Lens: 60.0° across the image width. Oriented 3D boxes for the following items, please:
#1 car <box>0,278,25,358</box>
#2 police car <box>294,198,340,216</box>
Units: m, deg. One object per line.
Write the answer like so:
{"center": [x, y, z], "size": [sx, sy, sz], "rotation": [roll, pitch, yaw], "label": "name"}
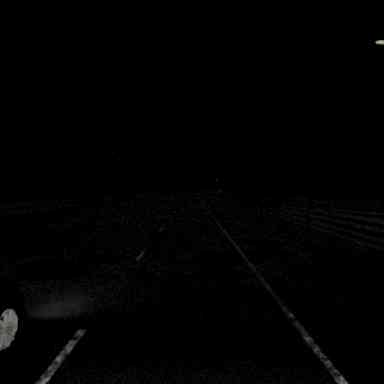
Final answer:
{"center": [-3.399, 1.483, 3.027], "size": [1.837, 1.490, 4.892], "rotation": [0, 0, 0], "label": "car"}
{"center": [10.230, 1.308, 27.880], "size": [1.930, 1.638, 5.238], "rotation": [0, 0, -12], "label": "police car"}
